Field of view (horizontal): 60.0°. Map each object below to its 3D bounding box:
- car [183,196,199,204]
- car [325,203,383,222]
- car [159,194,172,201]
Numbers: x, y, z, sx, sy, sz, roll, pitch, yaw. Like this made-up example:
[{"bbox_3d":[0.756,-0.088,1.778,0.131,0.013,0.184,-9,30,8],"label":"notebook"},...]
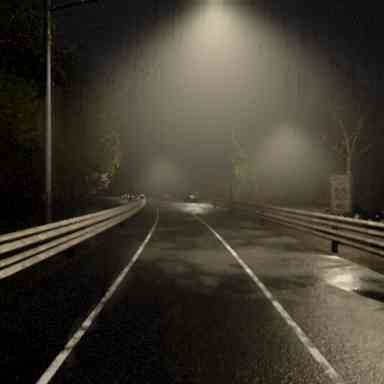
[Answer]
[{"bbox_3d":[-0.221,1.478,64.097,2.128,1.511,4.902,1,0,-20],"label":"car"},{"bbox_3d":[13.143,1.674,27.406,1.882,1.535,5.008,0,0,-20],"label":"car"},{"bbox_3d":[-6.534,1.300,81.350,2.097,1.767,4.553,0,0,-20],"label":"car"}]
